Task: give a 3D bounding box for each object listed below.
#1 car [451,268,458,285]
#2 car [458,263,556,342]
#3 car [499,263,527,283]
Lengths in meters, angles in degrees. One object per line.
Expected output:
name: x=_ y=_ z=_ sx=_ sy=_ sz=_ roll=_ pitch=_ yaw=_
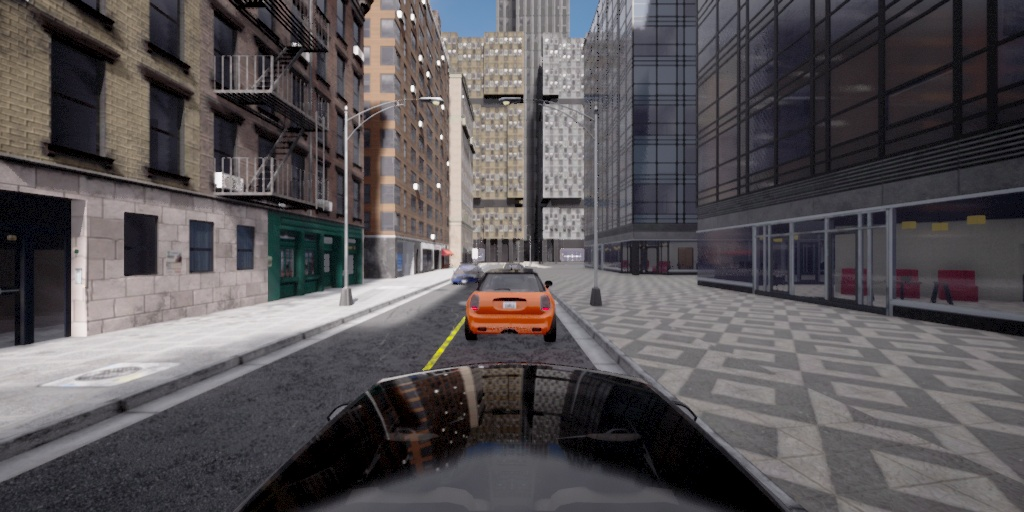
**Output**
car: x=-3.106 y=1.284 z=26.004 sx=2.033 sy=1.411 sz=5.357 roll=0 pitch=0 yaw=0
car: x=0.065 y=1.098 z=9.988 sx=2.097 sy=1.767 sz=4.553 roll=0 pitch=0 yaw=3
car: x=0.087 y=1.283 z=28.672 sx=2.033 sy=1.411 sz=5.357 roll=0 pitch=0 yaw=0
